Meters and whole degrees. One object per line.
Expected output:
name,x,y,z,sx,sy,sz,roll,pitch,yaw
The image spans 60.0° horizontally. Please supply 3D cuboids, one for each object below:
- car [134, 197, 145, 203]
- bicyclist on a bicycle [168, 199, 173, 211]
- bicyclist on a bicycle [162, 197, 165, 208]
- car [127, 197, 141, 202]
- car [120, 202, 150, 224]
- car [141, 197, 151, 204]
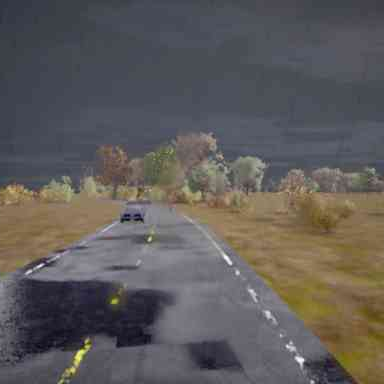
car,-12.928,1.952,81.162,1.895,1.301,4.718,0,0,-19
bicyclist on a bicycle,-2.684,1.689,41.826,0.582,1.620,1.656,0,-1,-9
bicyclist on a bicycle,-4.429,1.665,51.404,0.659,1.776,1.843,0,0,-11
car,-12.100,1.867,67.472,1.882,1.535,5.008,0,0,-14
car,-4.582,1.753,26.379,1.895,1.301,4.718,0,0,-6
car,-10.021,1.949,71.224,1.812,1.442,4.674,0,0,-17
